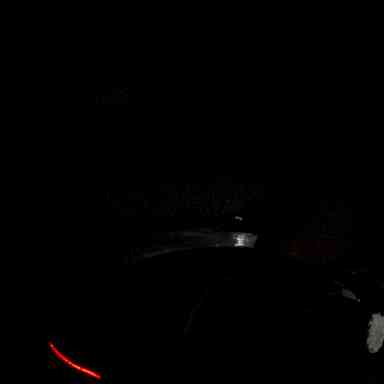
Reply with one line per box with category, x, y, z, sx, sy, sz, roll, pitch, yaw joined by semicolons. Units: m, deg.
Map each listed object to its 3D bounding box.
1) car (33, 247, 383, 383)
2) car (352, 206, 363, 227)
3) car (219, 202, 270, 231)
car;0.688;1.481;4.235;4.892;1.490;1.837;-1;0;-35
car;7.342;1.357;17.941;4.902;1.511;2.128;-1;0;-37
car;3.855;1.358;19.709;5.008;1.535;1.882;-1;0;-36
